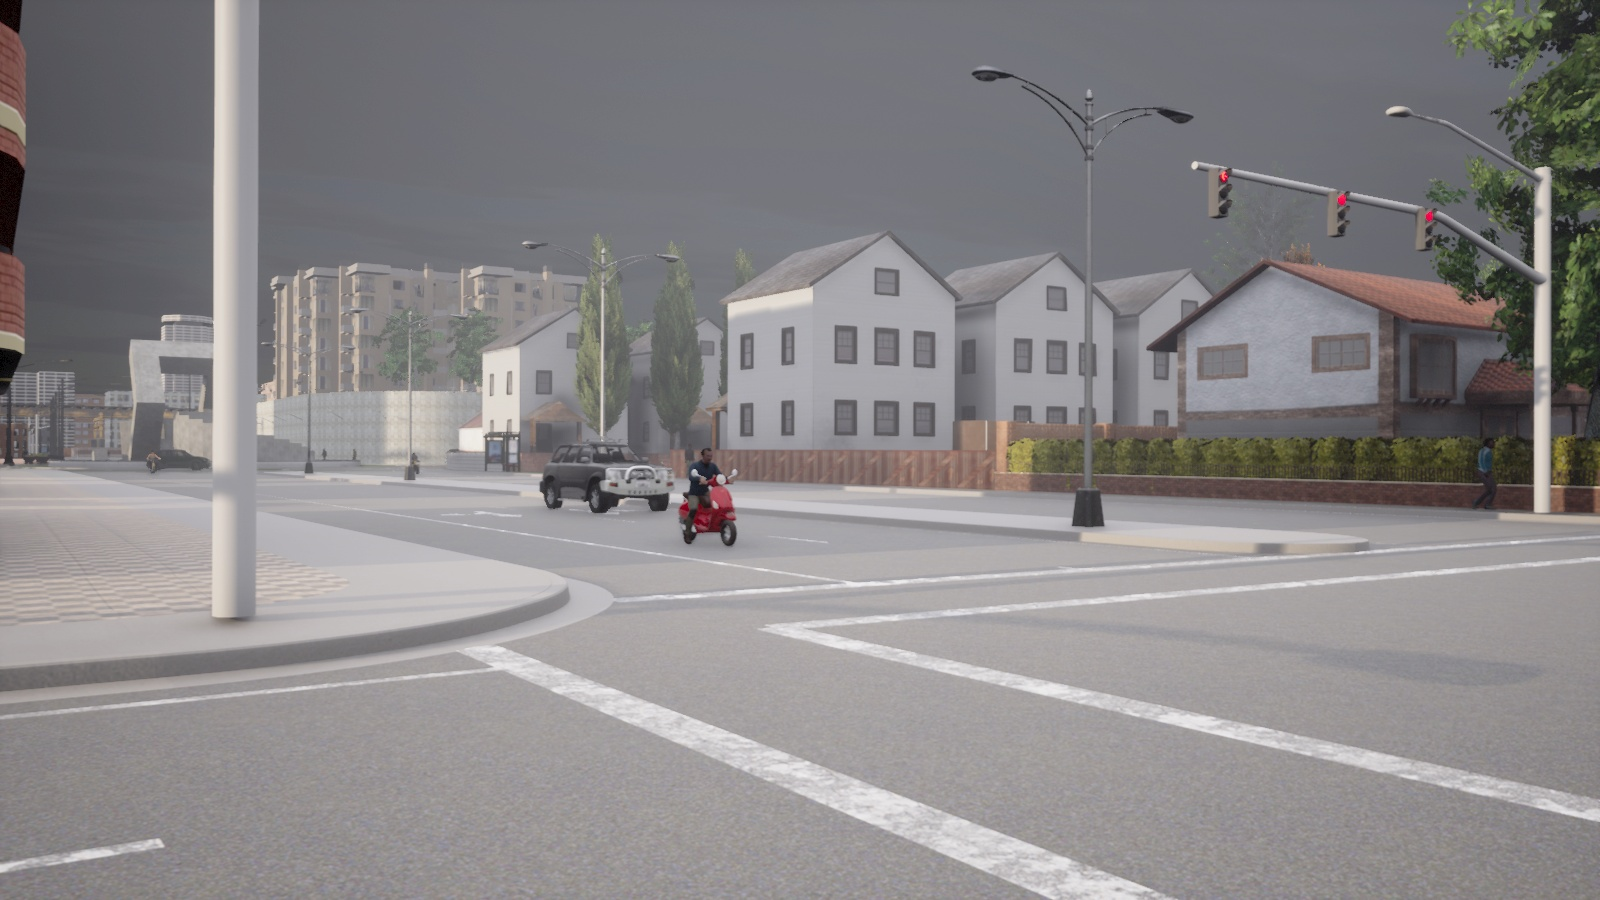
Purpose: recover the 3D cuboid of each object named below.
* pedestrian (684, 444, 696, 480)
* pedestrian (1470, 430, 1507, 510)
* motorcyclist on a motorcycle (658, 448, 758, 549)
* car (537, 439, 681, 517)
[{"bbox_3d":[-5.698,0.619,64.925,0.431,1.840,0.703,0,0,-23],"label":"pedestrian"},{"bbox_3d":[16.823,0.478,30.691,0.396,1.930,0.692,0,0,-34],"label":"pedestrian"},{"bbox_3d":[-1.541,0.768,20.811,0.866,1.590,1.817,0,0,-33],"label":"motorcyclist on a motorcycle"},{"bbox_3d":[-5.010,0.672,32.407,1.932,1.855,4.605,0,0,-33],"label":"car"}]
